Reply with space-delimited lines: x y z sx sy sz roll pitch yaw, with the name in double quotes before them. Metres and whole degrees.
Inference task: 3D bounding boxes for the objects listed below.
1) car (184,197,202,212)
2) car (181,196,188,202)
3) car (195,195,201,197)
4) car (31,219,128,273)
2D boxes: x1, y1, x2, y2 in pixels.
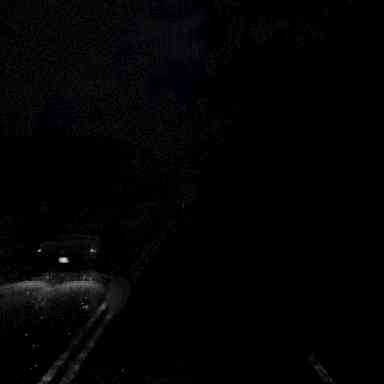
"car" 0.363 1.766 42.831 2.033 1.411 5.357 0 0 1
"car" -1.745 1.821 87.877 2.128 1.511 4.902 0 0 2
"car" 1.443 1.755 85.882 2.033 1.411 5.357 0 0 2
"car" -3.343 1.590 10.637 1.994 1.385 4.181 0 0 0
